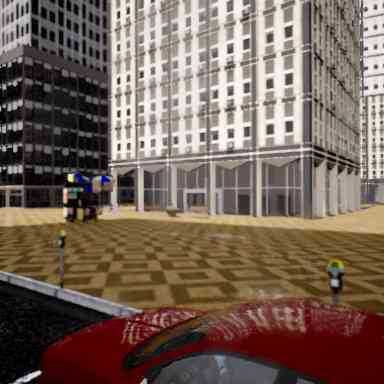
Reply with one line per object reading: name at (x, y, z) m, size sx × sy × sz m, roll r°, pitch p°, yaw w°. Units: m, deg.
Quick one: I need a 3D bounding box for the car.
car at (0.633, 1.544, 2.458) m, size 4.507 × 1.381 × 1.887 m, roll 0°, pitch 0°, yaw 35°
